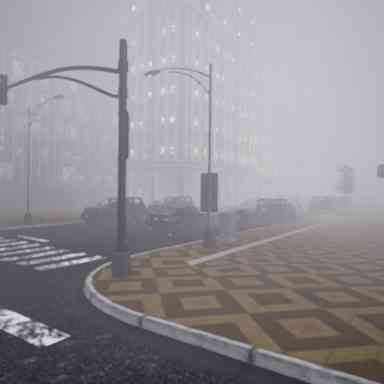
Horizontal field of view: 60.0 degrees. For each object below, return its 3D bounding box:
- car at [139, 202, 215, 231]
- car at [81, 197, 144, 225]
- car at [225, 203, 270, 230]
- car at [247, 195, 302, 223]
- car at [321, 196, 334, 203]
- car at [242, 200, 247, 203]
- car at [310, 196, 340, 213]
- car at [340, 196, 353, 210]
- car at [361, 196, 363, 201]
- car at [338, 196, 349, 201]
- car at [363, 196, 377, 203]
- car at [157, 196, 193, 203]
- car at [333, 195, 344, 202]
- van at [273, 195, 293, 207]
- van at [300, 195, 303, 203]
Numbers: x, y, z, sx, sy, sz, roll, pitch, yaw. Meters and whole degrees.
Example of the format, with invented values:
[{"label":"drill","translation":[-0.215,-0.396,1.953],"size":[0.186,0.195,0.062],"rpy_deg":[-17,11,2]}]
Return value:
[{"label":"car","translation":[-0.610,1.589,21.146],"size":[2.033,1.411,5.357],"rpy_deg":[1,1,35]},{"label":"car","translation":[-5.419,1.274,23.775],"size":[2.192,1.841,5.009],"rpy_deg":[1,0,35]},{"label":"car","translation":[3.299,1.668,22.004],"size":[1.802,1.307,4.206],"rpy_deg":[1,0,35]},{"label":"car","translation":[6.797,1.409,26.927],"size":[2.192,1.841,5.009],"rpy_deg":[1,0,35]},{"label":"car","translation":[29.996,1.616,73.469],"size":[1.802,1.307,4.206],"rpy_deg":[1,1,35]},{"label":"car","translation":[7.769,1.430,42.252],"size":[1.967,1.590,4.097],"rpy_deg":[1,0,35]},{"label":"car","translation":[15.385,1.427,39.165],"size":[2.192,1.841,5.009],"rpy_deg":[1,0,35]},{"label":"car","translation":[20.374,1.436,46.286],"size":[2.192,1.841,5.009],"rpy_deg":[1,0,35]},{"label":"car","translation":[44.101,1.654,84.162],"size":[2.128,1.511,4.902],"rpy_deg":[1,1,35]},{"label":"car","translation":[39.611,1.622,87.020],"size":[1.947,1.339,4.313],"rpy_deg":[1,1,35]},{"label":"car","translation":[39.633,1.597,73.433],"size":[1.967,1.590,4.097],"rpy_deg":[1,1,35]},{"label":"car","translation":[-1.755,1.283,28.939],"size":[2.192,1.841,5.009],"rpy_deg":[1,0,35]},{"label":"car","translation":[36.319,1.570,82.378],"size":[1.752,1.417,4.829],"rpy_deg":[1,1,35]},{"label":"van","translation":[13.947,1.344,50.846],"size":[1.690,1.788,3.998],"rpy_deg":[1,0,35]},{"label":"van","translation":[17.158,1.351,55.370],"size":[1.690,1.788,3.998],"rpy_deg":[1,0,35]}]
